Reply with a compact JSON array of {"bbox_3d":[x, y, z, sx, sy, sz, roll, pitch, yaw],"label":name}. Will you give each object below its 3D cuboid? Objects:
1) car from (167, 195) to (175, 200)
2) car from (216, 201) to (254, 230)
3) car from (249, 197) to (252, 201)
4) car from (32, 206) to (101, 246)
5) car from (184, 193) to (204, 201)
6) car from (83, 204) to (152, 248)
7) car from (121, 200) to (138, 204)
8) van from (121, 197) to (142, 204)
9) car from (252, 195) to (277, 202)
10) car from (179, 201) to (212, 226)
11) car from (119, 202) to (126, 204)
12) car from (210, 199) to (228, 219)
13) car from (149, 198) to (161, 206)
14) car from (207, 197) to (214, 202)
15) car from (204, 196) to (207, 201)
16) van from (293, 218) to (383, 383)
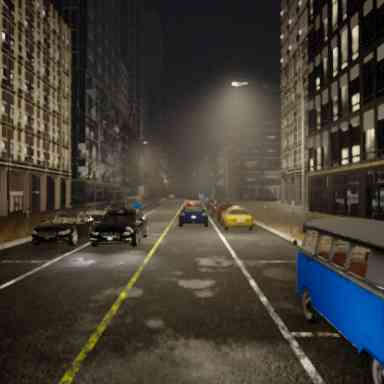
[{"bbox_3d":[-5.799,1.435,90.818,1.752,1.417,4.829,1,0,0],"label":"car"},{"bbox_3d":[2.702,1.524,20.695,1.752,1.417,4.829,1,0,0],"label":"car"},{"bbox_3d":[15.207,1.460,76.284,4.403,1.369,2.008,0,0,1],"label":"car"},{"bbox_3d":[-5.680,1.552,15.217,2.008,1.369,4.403,1,0,0],"label":"car"},{"bbox_3d":[0.107,1.341,41.047,2.097,1.767,4.553,0,0,0],"label":"car"},{"bbox_3d":[-3.096,1.506,14.982,1.837,1.490,4.892,0,0,0],"label":"car"},{"bbox_3d":[-5.679,1.579,25.843,1.802,1.307,4.206,1,0,0],"label":"car"},{"bbox_3d":[-5.676,1.336,31.158,1.690,1.788,3.998,1,0,0],"label":"van"},{"bbox_3d":[15.125,1.371,67.905,4.507,1.381,1.887,0,0,1],"label":"car"},{"bbox_3d":[0.104,1.563,23.152,1.994,1.385,4.181,0,0,0],"label":"car"},{"bbox_3d":[-5.679,1.550,20.531,2.008,1.369,4.403,1,0,0],"label":"car"},{"bbox_3d":[2.702,1.542,25.839,1.887,1.381,4.507,1,0,0],"label":"car"},{"bbox_3d":[-5.786,1.559,52.406,1.802,1.307,4.206,1,0,0],"label":"car"},{"bbox_3d":[2.704,1.435,31.153,1.967,1.590,4.097,1,0,0],"label":"car"},{"bbox_3d":[2.705,1.533,41.780,1.887,1.381,4.507,1,0,0],"label":"car"},{"bbox_3d":[2.701,1.343,4.583,1.690,1.788,3.998,1,0,0],"label":"van"}]
